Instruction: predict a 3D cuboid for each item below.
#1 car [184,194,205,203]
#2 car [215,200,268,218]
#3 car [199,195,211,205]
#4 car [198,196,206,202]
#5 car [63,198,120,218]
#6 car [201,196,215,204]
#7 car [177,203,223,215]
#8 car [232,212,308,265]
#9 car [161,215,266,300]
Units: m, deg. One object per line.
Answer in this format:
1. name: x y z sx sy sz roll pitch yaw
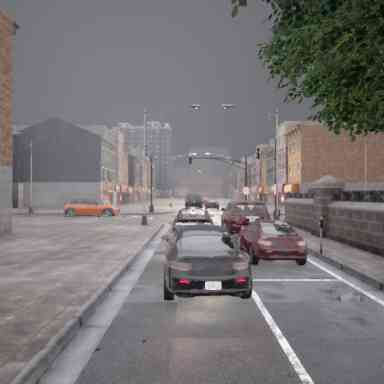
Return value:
1. car: 0.144 1.279 44.604 2.150 2.045 5.566 0 0 -2
2. car: 2.618 1.324 16.820 2.192 1.841 5.009 1 0 0
3. car: 2.530 1.432 64.999 2.192 1.841 5.009 1 0 0
4. car: 2.489 1.752 86.748 2.008 1.369 4.403 0 0 0
5. car: -8.556 1.350 28.668 4.553 1.767 2.097 0 -1 -6
6. car: 2.567 1.599 43.250 1.887 1.381 4.507 1 0 0
7. car: 0.049 1.499 15.705 2.128 1.511 4.902 0 0 0
8. car: 2.625 1.586 11.370 1.802 1.307 4.206 1 0 0
9. car: 0.222 1.528 8.306 1.812 1.442 4.674 0 0 -4
